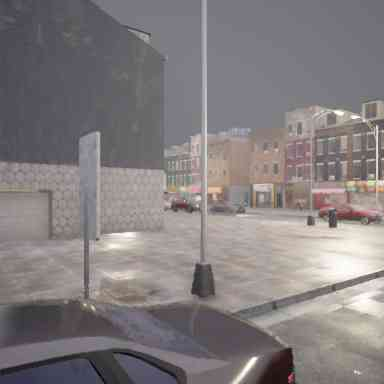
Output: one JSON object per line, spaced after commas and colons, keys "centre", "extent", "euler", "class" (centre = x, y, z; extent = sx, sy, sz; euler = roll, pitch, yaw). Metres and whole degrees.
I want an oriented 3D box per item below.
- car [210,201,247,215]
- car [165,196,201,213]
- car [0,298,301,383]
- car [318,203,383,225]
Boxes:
{"centre": [3.838, 1.656, 35.508], "extent": [1.994, 1.385, 4.181], "euler": [0, 0, -37], "class": "car"}
{"centre": [-0.477, 1.413, 37.201], "extent": [2.192, 1.841, 5.009], "euler": [0, 0, -36], "class": "car"}
{"centre": [-1.573, 1.547, 1.943], "extent": [5.357, 1.411, 2.033], "euler": [0, 0, -35], "class": "car"}
{"centre": [11.664, 1.572, 24.566], "extent": [1.812, 1.442, 4.674], "euler": [0, 0, -36], "class": "car"}
